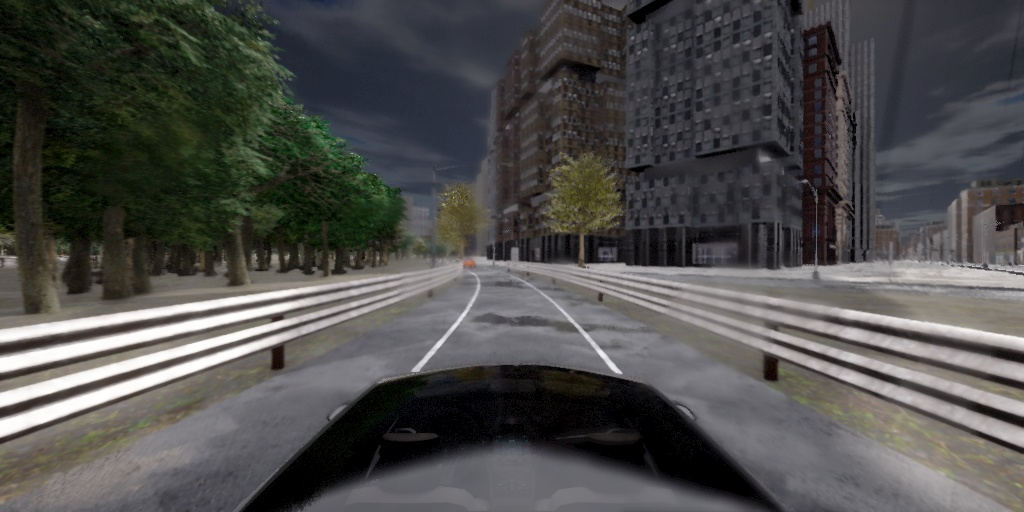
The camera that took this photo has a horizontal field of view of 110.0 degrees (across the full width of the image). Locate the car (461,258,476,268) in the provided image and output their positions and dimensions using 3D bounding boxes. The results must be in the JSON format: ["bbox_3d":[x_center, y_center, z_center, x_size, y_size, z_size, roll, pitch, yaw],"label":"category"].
[{"bbox_3d":[-7.447,1.042,60.365,2.097,1.767,4.553,0,0,-19],"label":"car"}]
